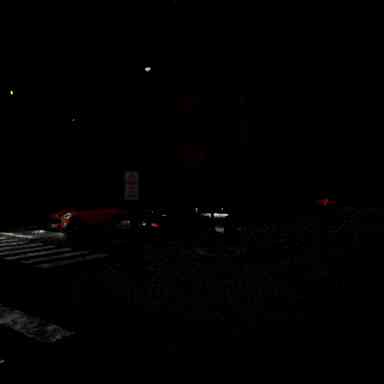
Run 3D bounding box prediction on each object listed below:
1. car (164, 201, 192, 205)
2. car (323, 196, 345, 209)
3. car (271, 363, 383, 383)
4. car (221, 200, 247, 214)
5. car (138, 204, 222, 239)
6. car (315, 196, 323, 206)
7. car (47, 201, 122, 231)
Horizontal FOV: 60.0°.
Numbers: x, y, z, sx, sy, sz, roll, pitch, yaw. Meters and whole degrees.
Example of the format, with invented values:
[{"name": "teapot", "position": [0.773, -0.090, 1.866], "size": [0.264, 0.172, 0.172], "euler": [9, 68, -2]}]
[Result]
[{"name": "car", "position": [-1.456, 1.539, 28.375], "size": [1.837, 1.490, 4.892], "euler": [0, 0, 35]}, {"name": "car", "position": [20.957, 1.616, 48.439], "size": [1.837, 1.490, 4.892], "euler": [0, 0, 35]}, {"name": "car", "position": [2.222, 1.551, 1.258], "size": [4.403, 1.369, 2.008], "euler": [0, 0, 36]}, {"name": "car", "position": [4.342, 1.618, 36.553], "size": [1.994, 1.385, 4.181], "euler": [0, 0, 36]}, {"name": "car", "position": [-0.804, 1.575, 17.701], "size": [2.033, 1.411, 5.357], "euler": [0, 0, 35]}, {"name": "car", "position": [22.406, 1.479, 56.110], "size": [2.097, 1.767, 4.553], "euler": [0, 0, 35]}, {"name": "car", "position": [-6.688, 1.370, 20.987], "size": [2.097, 1.767, 4.553], "euler": [0, 0, 35]}]
